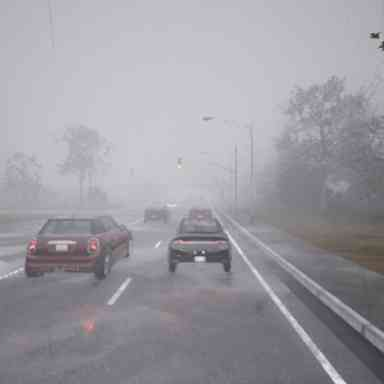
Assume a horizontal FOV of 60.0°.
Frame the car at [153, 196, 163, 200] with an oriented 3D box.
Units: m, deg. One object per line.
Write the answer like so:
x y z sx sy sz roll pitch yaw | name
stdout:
-8.114 1.872 78.533 2.097 1.767 4.553 0 1 2 | car

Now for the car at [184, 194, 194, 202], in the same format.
-0.875 1.772 85.067 1.812 1.442 4.674 0 2 2 | car

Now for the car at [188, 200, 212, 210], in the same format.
0.700 1.728 28.045 1.882 1.535 5.008 0 0 2 | car

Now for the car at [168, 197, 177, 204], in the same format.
-4.618 2.043 78.379 2.128 1.511 4.902 0 1 2 | car

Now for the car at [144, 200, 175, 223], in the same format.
-2.802 1.726 28.060 1.882 1.535 5.008 0 -1 2 | car

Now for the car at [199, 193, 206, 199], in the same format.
2.982 1.186 94.943 1.812 1.442 4.674 0 2 2 | car

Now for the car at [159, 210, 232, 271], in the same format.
0.253 1.594 11.301 2.128 1.511 4.902 0 0 1 | car

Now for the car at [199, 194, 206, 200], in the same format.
2.608 1.806 84.526 2.033 1.411 5.357 0 2 2 | car

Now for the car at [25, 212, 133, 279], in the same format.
-3.261 1.445 10.538 2.097 1.767 4.553 0 -1 1 | car

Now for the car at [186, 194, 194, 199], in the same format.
-0.514 1.255 95.101 1.895 1.301 4.718 0 2 2 | car
